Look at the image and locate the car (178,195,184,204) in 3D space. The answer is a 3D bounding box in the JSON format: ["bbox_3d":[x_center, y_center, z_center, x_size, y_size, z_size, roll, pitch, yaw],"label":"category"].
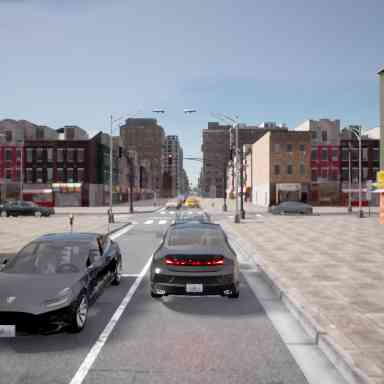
[{"bbox_3d":[-2.547,1.609,50.193,1.887,1.381,4.507,0,0,0],"label":"car"}]

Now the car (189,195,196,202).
[{"bbox_3d":[0.145,1.655,84.383,1.882,1.535,5.008,0,0,0],"label":"car"}]

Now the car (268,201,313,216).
[{"bbox_3d":[9.567,1.580,32.470,4.181,1.385,1.994,0,0,3],"label":"car"}]

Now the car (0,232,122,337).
[{"bbox_3d":[-2.622,1.568,6.819,1.947,1.339,4.313,0,0,0],"label":"car"}]

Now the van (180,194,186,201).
[{"bbox_3d":[-2.470,1.561,95.038,1.690,1.788,3.998,0,0,0],"label":"van"}]

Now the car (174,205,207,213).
[{"bbox_3d":[0.059,1.610,17.707,1.895,1.301,4.718,0,0,1],"label":"car"}]

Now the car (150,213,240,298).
[{"bbox_3d":[0.085,1.508,8.496,1.837,1.490,4.892,0,0,1],"label":"car"}]

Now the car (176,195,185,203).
[{"bbox_3d":[-2.509,1.574,72.615,1.967,1.590,4.097,0,0,0],"label":"car"}]

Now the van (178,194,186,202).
[{"bbox_3d":[-2.489,1.516,83.827,1.690,1.788,3.998,0,0,0],"label":"van"}]

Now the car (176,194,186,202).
[{"bbox_3d":[-2.499,1.469,78.221,2.192,1.841,5.009,0,0,0],"label":"car"}]

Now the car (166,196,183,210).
[{"bbox_3d":[-2.557,1.576,44.419,1.752,1.417,4.829,0,0,0],"label":"car"}]

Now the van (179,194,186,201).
[{"bbox_3d":[-2.479,1.538,89.432,1.690,1.788,3.998,0,0,0],"label":"van"}]

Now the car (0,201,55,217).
[{"bbox_3d":[-14.713,1.543,29.512,4.892,1.490,1.837,0,0,0],"label":"car"}]

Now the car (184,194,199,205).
[{"bbox_3d":[0.128,1.541,49.947,1.882,1.535,5.008,0,0,1],"label":"car"}]
